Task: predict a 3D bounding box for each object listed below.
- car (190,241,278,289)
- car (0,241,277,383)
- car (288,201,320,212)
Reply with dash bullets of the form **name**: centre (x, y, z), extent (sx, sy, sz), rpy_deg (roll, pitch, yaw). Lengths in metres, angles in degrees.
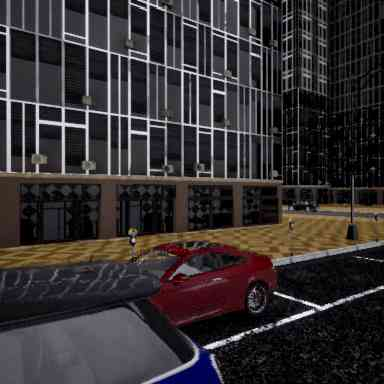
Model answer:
- **car**: centre (-0.237, 1.582, 5.932), extent (4.206, 1.307, 1.802), rpy_deg (0, 0, -36)
- **car**: centre (-1.925, 1.352, 1.696), extent (4.553, 1.767, 2.097), rpy_deg (0, 0, -35)
- **car**: centre (15.143, 1.899, 45.275), extent (2.008, 1.369, 4.403), rpy_deg (-1, 0, -36)
